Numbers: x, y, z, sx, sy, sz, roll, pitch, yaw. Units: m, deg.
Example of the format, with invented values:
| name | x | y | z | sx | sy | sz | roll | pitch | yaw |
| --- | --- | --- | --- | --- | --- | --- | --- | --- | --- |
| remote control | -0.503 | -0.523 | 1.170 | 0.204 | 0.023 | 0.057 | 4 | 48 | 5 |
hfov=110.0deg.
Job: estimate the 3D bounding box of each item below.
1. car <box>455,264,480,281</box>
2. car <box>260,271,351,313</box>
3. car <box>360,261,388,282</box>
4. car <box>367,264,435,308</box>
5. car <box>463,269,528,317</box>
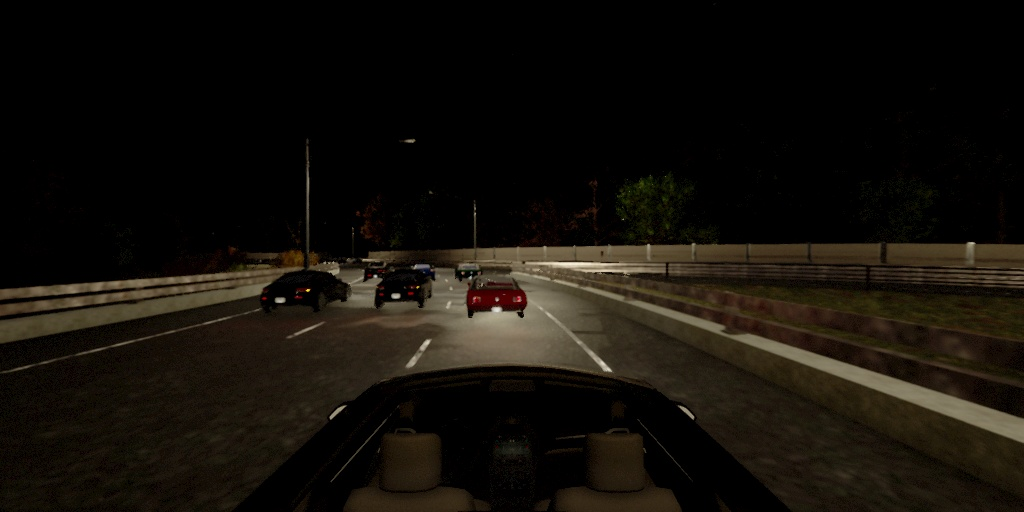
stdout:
| name | x | y | z | sx | sy | sz | roll | pitch | yaw |
| --- | --- | --- | --- | --- | --- | --- | --- | --- | --- |
| car | -3.553 | 1.312 | 28.981 | 1.895 | 1.301 | 4.718 | 0 | 0 | -13 |
| car | -7.843 | 1.286 | 13.984 | 1.812 | 1.442 | 4.674 | 0 | 0 | -7 |
| car | -10.844 | 1.249 | 29.158 | 1.837 | 1.490 | 4.892 | 0 | 1 | -15 |
| car | -4.464 | 1.268 | 15.188 | 1.812 | 1.442 | 4.674 | 0 | 0 | -7 |
| car | -0.674 | 1.331 | 13.002 | 1.895 | 1.301 | 4.718 | 0 | 0 | -6 |
